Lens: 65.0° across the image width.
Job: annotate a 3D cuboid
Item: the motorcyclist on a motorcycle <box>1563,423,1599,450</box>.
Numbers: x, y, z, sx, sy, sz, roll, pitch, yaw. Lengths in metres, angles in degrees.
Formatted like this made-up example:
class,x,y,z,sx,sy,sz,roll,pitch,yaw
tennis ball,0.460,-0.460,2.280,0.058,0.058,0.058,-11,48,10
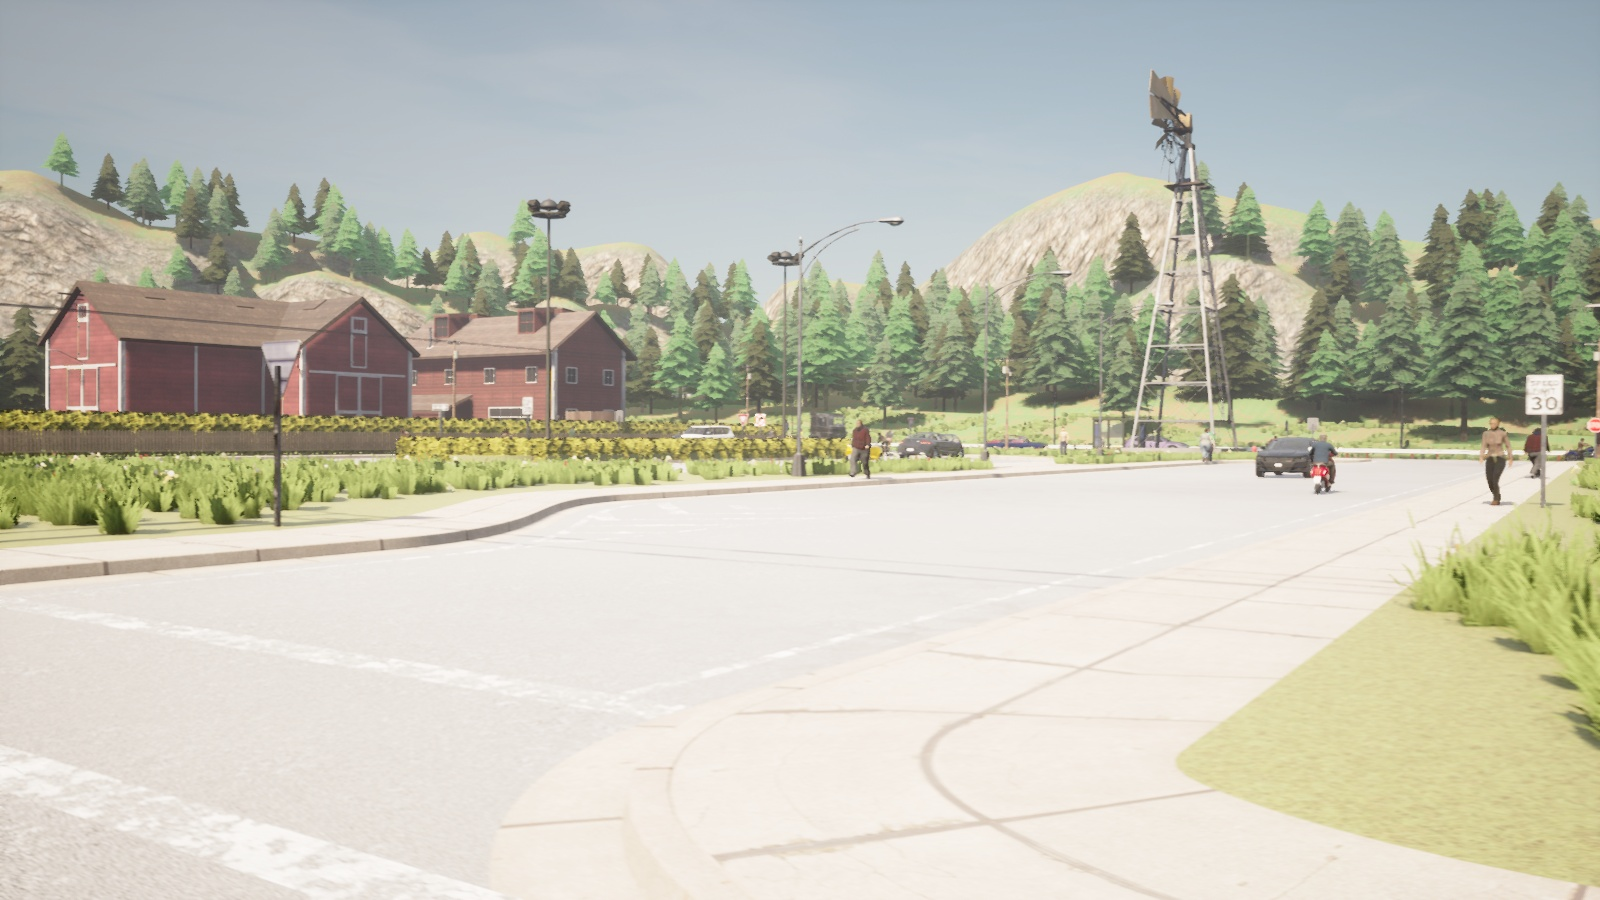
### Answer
class,x,y,z,sx,sy,sz,roll,pitch,yaw
motorcyclist on a motorcycle,49.324,-0.836,78.747,2.350,1.649,0.766,0,2,10

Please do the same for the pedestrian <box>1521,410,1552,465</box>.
class,x,y,z,sx,sy,sz,roll,pitch,yaw
pedestrian,24.958,-0.416,42.553,0.899,1.844,0.634,-1,1,-42

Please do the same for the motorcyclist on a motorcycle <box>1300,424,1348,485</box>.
class,x,y,z,sx,sy,sz,roll,pitch,yaw
motorcyclist on a motorcycle,14.013,0.111,33.559,0.866,1.590,1.817,0,1,33

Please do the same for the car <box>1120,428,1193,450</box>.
class,x,y,z,sx,sy,sz,roll,pitch,yaw
car,26.799,-0.822,94.492,4.856,1.649,2.033,0,1,34

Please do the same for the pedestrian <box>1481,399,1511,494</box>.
class,x,y,z,sx,sy,sz,roll,pitch,yaw
pedestrian,13.768,-0.074,24.825,0.634,1.846,0.331,-1,1,-43

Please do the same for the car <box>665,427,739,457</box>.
class,x,y,z,sx,sy,sz,roll,pitch,yaw
car,-6.765,-0.590,87.273,2.150,2.045,5.566,0,1,33

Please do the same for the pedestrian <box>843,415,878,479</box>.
class,x,y,z,sx,sy,sz,roll,pitch,yaw
pedestrian,1.757,-0.096,36.456,0.634,1.844,0.899,0,1,32

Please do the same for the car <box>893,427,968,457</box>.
class,x,y,z,sx,sy,sz,roll,pitch,yaw
car,7.427,-0.474,71.165,2.152,1.651,5.027,0,1,33

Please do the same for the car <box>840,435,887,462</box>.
class,x,y,z,sx,sy,sz,roll,pitch,yaw
car,3.283,-0.072,64.772,1.481,1.376,2.207,0,1,33

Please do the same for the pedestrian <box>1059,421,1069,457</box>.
class,x,y,z,sx,sy,sz,roll,pitch,yaw
pedestrian,13.665,-0.585,65.065,0.345,1.836,0.594,0,1,26

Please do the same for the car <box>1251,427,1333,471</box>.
class,x,y,z,sx,sy,sz,roll,pitch,yaw
car,18.440,-0.081,46.918,1.882,1.535,5.008,0,1,33

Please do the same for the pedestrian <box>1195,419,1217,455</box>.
class,x,y,z,sx,sy,sz,roll,pitch,yaw
pedestrian,21.688,-0.694,67.043,0.874,1.855,0.900,0,1,34
